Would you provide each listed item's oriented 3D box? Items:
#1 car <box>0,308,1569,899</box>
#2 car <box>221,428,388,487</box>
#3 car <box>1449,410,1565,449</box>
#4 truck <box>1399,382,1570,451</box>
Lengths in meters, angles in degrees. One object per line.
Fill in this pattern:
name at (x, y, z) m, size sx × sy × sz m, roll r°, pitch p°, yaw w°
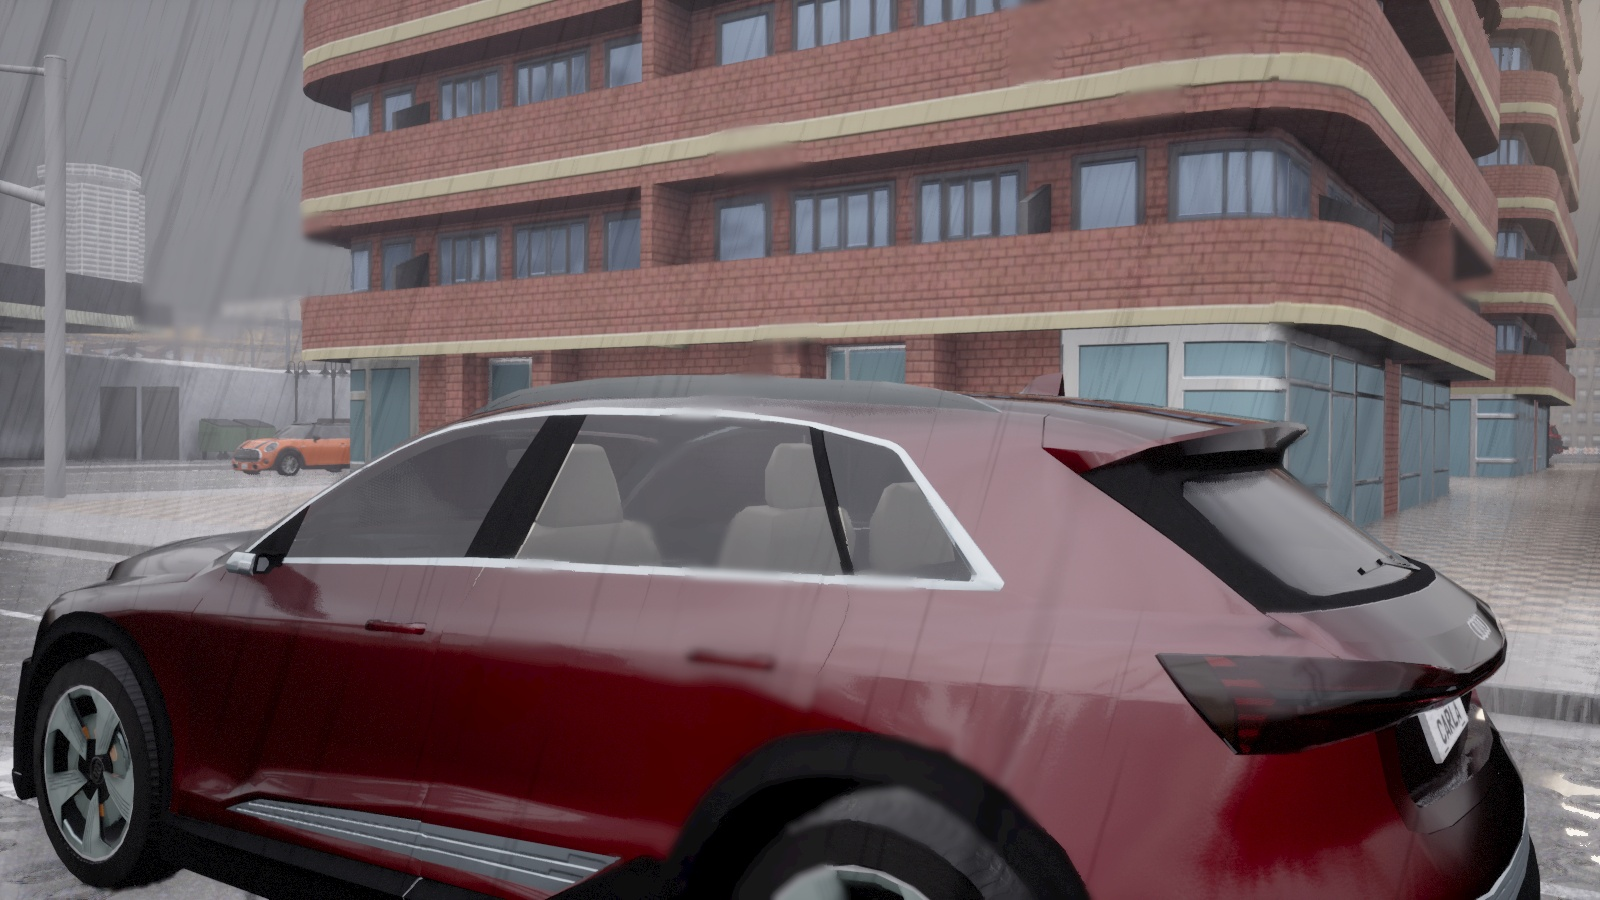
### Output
car at (-0.483, 0.612, 3.940) m, size 4.856 × 1.649 × 2.033 m, roll 0°, pitch 1°, yaw 34°
car at (-15.699, 0.185, 39.990) m, size 2.097 × 1.767 × 4.553 m, roll 0°, pitch 1°, yaw 33°
car at (40.024, -1.148, 71.135) m, size 5.566 × 2.045 × 2.150 m, roll -1°, pitch 0°, yaw 34°
truck at (37.375, -1.777, 68.680) m, size 7.936 × 3.462 × 2.891 m, roll -1°, pitch 0°, yaw 34°
